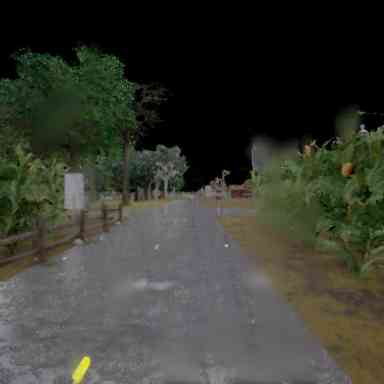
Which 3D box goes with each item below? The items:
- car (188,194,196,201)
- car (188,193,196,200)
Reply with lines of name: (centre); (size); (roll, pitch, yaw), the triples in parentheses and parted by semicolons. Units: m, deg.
car: (0.012, 1.473, 80.716); (2.128, 1.511, 4.902); (0, -1, 0)
car: (0.013, 1.258, 91.110); (2.097, 1.767, 4.553); (0, -1, 0)
